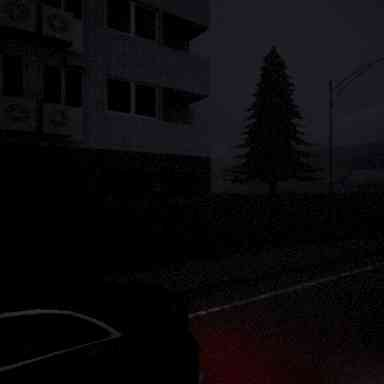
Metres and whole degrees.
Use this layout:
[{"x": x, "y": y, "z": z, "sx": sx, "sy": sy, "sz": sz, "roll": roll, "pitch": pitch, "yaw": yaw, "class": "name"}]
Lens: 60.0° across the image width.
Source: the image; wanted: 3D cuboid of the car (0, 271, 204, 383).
[{"x": -2.191, "y": 1.492, "z": 2.423, "sx": 4.902, "sy": 1.511, "sz": 2.128, "roll": 0, "pitch": 0, "yaw": -35, "class": "car"}]
